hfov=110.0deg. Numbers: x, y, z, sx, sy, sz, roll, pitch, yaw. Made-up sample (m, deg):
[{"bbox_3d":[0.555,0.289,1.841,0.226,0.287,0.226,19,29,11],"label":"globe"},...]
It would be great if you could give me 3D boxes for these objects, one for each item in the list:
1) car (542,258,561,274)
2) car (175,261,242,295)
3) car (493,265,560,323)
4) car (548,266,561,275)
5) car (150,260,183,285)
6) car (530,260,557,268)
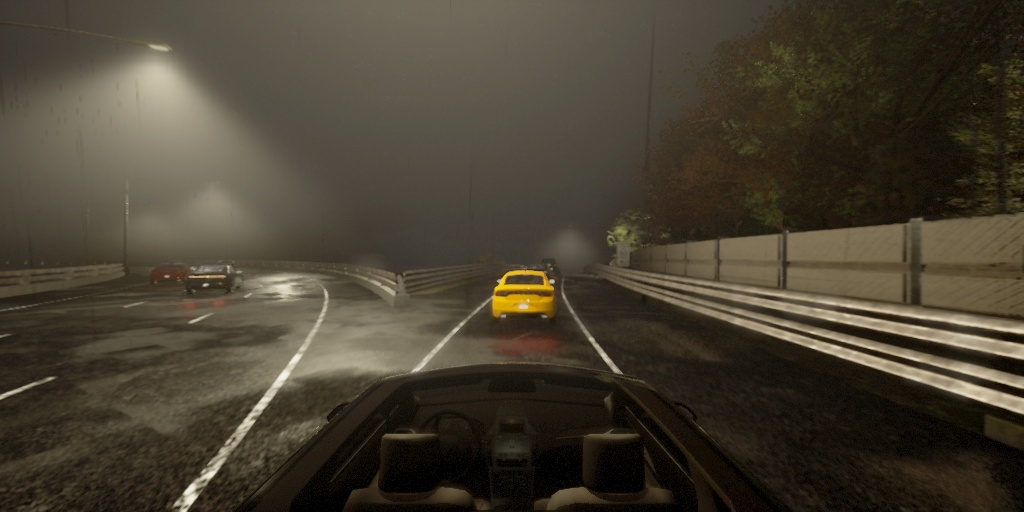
[{"bbox_3d":[4.542,1.297,43.398,2.150,2.045,5.566,0,-2,9],"label":"car"},{"bbox_3d":[-16.419,1.247,19.927,2.128,1.511,4.902,0,0,-30],"label":"car"},{"bbox_3d":[0.475,1.253,12.398,1.882,1.535,5.008,0,0,4],"label":"car"},{"bbox_3d":[6.684,2.237,56.213,1.895,1.301,4.718,0,-3,10],"label":"car"},{"bbox_3d":[-24.586,1.229,26.102,1.882,1.535,5.008,0,0,-35],"label":"car"},{"bbox_3d":[1.995,1.302,26.569,2.128,1.511,4.902,0,0,8],"label":"car"}]
